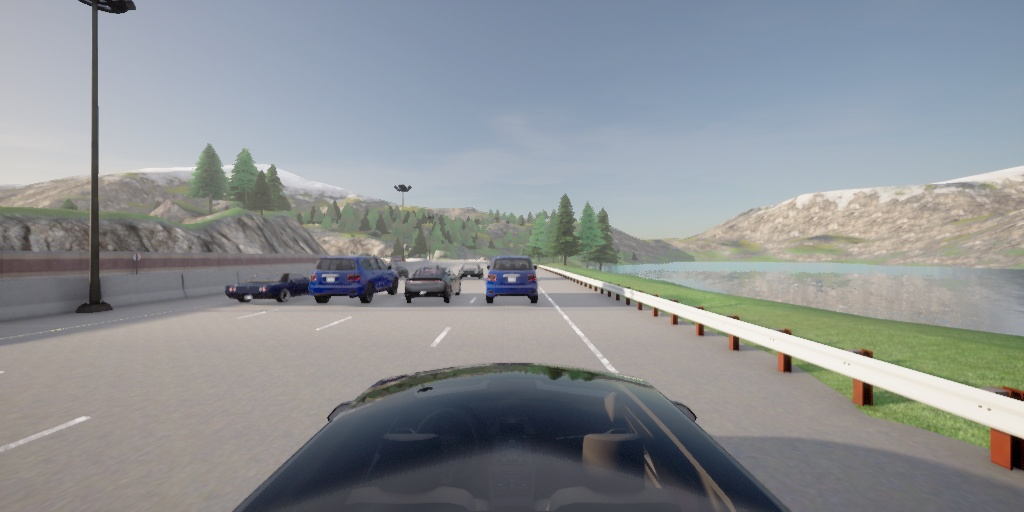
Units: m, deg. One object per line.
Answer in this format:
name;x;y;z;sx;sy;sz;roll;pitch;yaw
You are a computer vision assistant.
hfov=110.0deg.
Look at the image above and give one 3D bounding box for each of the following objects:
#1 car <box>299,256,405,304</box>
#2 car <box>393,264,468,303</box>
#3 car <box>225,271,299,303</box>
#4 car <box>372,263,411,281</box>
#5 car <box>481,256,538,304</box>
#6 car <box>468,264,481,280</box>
car;-7.000;1.005;16.530;2.150;2.045;5.566;0;0;0
car;-3.500;1.242;16.500;2.128;1.511;4.902;0;0;0
car;-10.500;1.363;16.530;1.895;1.301;4.718;0;0;0
car;-10.500;1.320;31.500;1.994;1.385;4.181;0;0;0
car;0.000;1.005;16.530;2.150;2.045;5.566;0;0;0
car;-3.500;1.364;31.530;1.895;1.301;4.718;0;0;0
